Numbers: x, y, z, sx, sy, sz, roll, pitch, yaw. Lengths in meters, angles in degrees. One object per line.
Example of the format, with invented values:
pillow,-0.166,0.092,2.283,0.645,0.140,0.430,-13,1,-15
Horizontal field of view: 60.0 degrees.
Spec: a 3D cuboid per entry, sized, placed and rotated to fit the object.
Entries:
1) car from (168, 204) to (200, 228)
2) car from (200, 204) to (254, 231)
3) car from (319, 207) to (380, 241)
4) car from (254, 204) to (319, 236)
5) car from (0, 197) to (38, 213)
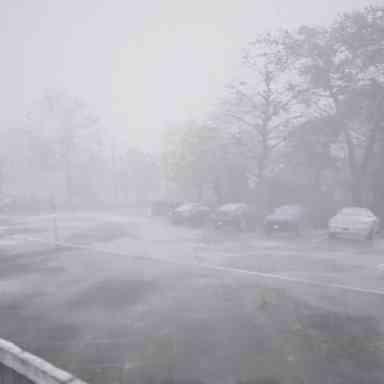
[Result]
car,0.292,1.502,22.335,2.002,1.452,4.674,0,0,36
car,2.956,1.461,20.429,2.231,1.521,4.892,0,0,36
car,8.184,1.497,16.699,2.002,1.452,4.674,0,0,36
car,5.626,1.458,18.535,2.097,1.535,5.008,0,0,36
car,-19.493,1.348,36.505,2.185,1.767,4.553,0,0,35
